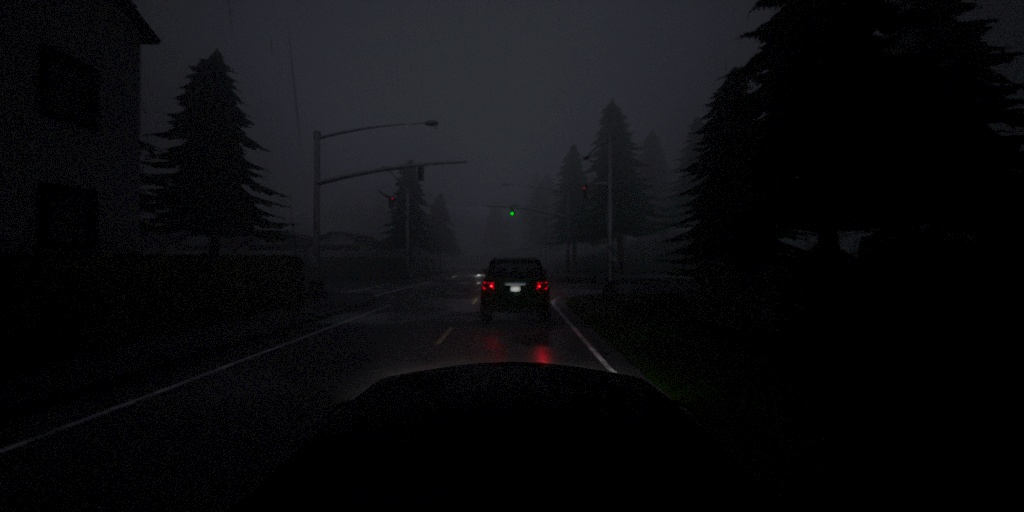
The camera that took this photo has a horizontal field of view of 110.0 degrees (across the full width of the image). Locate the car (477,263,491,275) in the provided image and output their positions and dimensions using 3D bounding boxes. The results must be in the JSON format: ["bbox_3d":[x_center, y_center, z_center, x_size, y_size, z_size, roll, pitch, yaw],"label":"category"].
[{"bbox_3d":[-3.583,1.619,46.414,1.812,1.442,4.674,0,0,-4],"label":"car"}]

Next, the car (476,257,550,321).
[{"bbox_3d":[0.108,1.059,12.990,2.150,2.045,5.566,0,0,0],"label":"car"}]
